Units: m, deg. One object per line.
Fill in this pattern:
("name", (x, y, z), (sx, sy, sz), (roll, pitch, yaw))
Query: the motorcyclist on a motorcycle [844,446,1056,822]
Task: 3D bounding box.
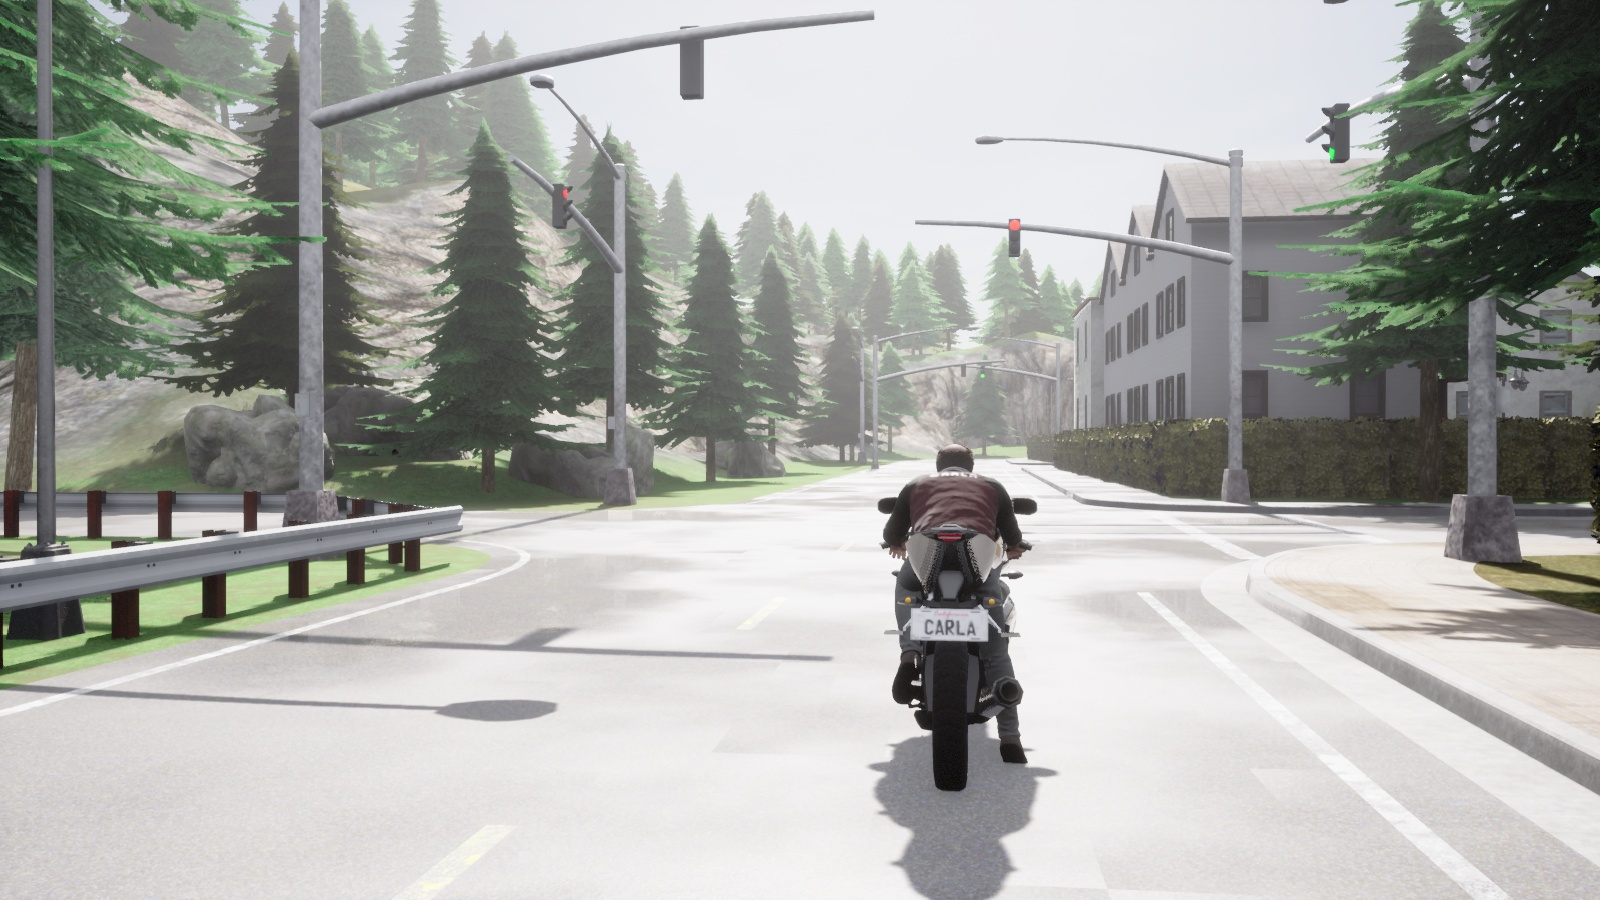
("motorcyclist on a motorcycle", (0.770, 0.747, 6.268), (0.866, 1.530, 2.191), (0, 0, 8))
